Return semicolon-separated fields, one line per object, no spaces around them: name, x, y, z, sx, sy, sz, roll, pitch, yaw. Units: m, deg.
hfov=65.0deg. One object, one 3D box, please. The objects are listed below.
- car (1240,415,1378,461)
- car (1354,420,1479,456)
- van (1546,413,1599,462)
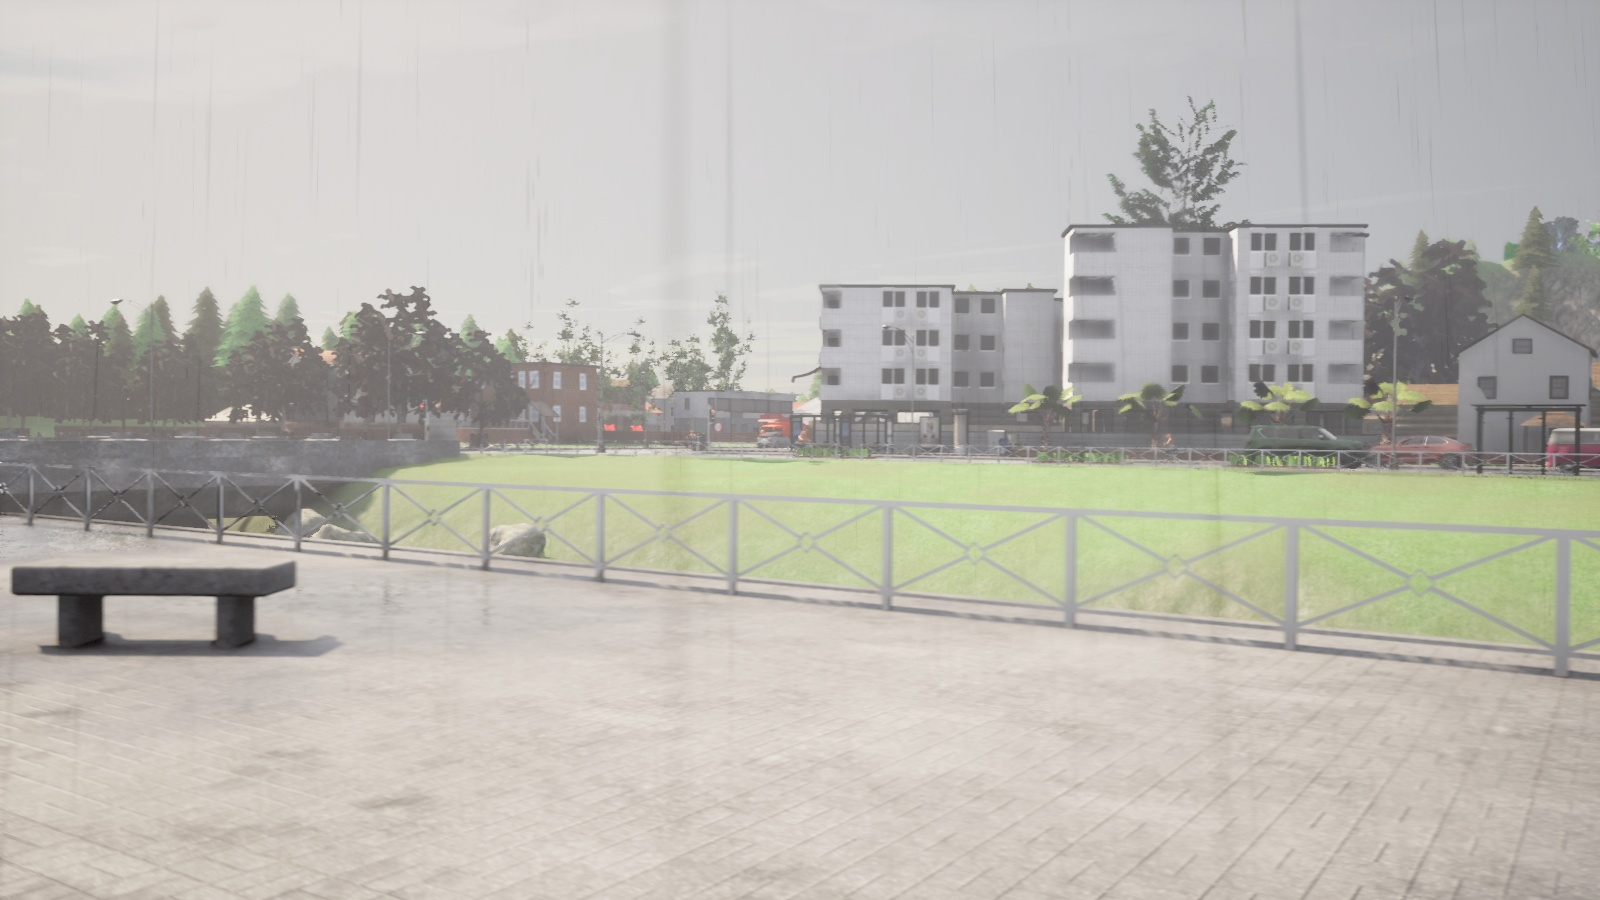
car;23.446;-0.553;57.915;5.566;2.045;2.150;0;1;34
car;28.976;-0.558;59.041;5.027;1.651;2.152;0;1;34
van;33.193;-0.518;51.445;4.442;1.987;1.775;0;1;34
